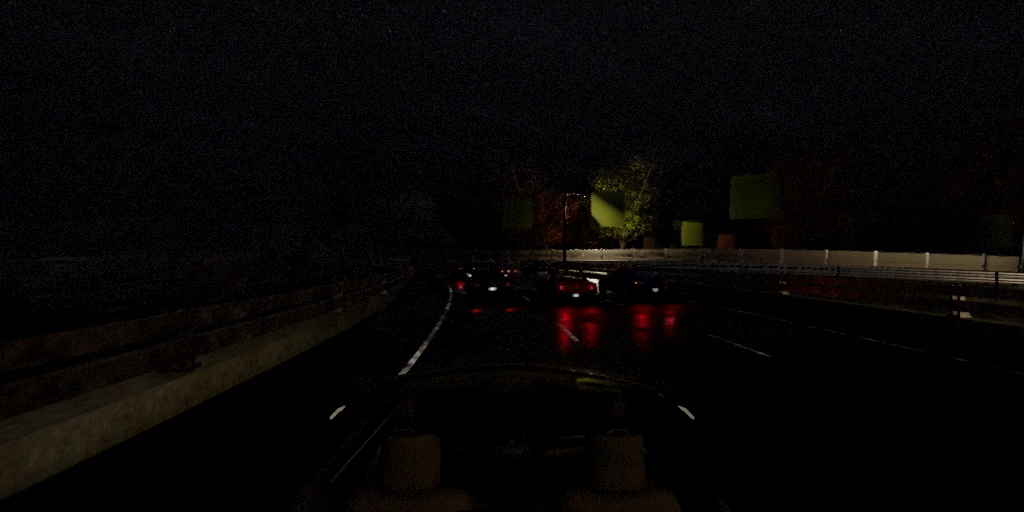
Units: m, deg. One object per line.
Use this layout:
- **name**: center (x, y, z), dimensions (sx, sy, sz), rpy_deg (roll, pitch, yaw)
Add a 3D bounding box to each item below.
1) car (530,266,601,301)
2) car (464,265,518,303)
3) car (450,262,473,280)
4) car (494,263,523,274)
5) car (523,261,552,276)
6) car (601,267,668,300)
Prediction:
- **car**: center (2.372, 1.365, 17.227), dimensions (1.895, 1.301, 4.718), rpy_deg (0, 0, -8)
- **car**: center (-1.088, 1.320, 16.698), dimensions (1.994, 1.385, 4.181), rpy_deg (0, 0, -8)
- **car**: center (-4.332, 1.243, 31.586), dimensions (2.128, 1.511, 4.902), rpy_deg (0, 0, -16)
- **car**: center (-0.974, 1.311, 32.574), dimensions (2.033, 1.411, 5.357), rpy_deg (0, 0, -16)
- **car**: center (2.384, 1.244, 33.561), dimensions (2.128, 1.511, 4.902), rpy_deg (0, 0, -16)
- **car**: center (5.840, 1.281, 17.696), dimensions (1.812, 1.442, 4.674), rpy_deg (0, 0, -8)
